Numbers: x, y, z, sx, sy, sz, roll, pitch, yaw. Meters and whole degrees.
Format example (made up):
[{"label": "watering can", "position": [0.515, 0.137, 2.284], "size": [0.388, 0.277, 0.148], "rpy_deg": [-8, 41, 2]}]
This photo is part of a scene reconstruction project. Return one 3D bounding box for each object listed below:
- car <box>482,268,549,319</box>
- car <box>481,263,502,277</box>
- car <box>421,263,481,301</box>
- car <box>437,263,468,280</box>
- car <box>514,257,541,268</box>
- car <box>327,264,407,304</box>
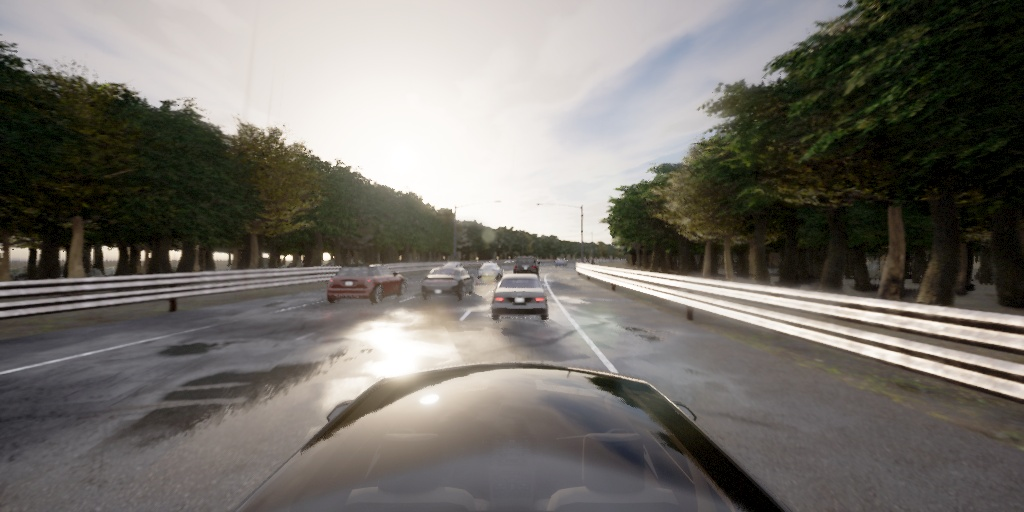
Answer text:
[{"label": "car", "position": [0.296, 1.333, 12.886], "size": [2.033, 1.411, 5.357], "rpy_deg": [0, 0, 2]}, {"label": "car", "position": [-2.025, 1.397, 33.859], "size": [1.812, 1.442, 4.674], "rpy_deg": [0, 0, 5]}, {"label": "car", "position": [-3.022, 1.292, 17.566], "size": [2.128, 1.511, 4.902], "rpy_deg": [0, 0, 2]}, {"label": "car", "position": [-5.516, 1.395, 33.941], "size": [1.812, 1.442, 4.674], "rpy_deg": [0, 0, 5]}, {"label": "car", "position": [1.324, 1.085, 31.904], "size": [2.150, 2.045, 5.566], "rpy_deg": [0, 0, 4]}, {"label": "car", "position": [-6.553, 1.147, 16.718], "size": [2.097, 1.767, 4.553], "rpy_deg": [0, 0, 2]}]
